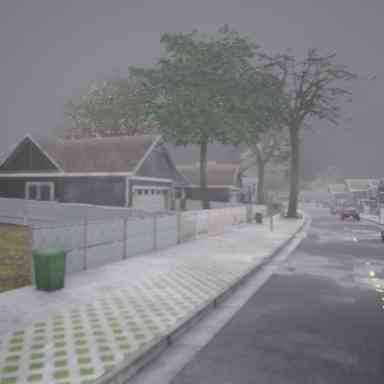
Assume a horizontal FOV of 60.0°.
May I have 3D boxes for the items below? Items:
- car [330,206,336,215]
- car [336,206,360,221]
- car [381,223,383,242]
[{"bbox_3d":[22.585,2.902,51.746,2.033,1.411,5.357,1,-1,17],"label":"car"},{"bbox_3d":[18.226,2.483,38.656,1.837,1.490,4.892,1,-1,20],"label":"car"},{"bbox_3d":[10.461,1.882,16.139,1.801,1.575,5.366,1,-1,23],"label":"car"}]
